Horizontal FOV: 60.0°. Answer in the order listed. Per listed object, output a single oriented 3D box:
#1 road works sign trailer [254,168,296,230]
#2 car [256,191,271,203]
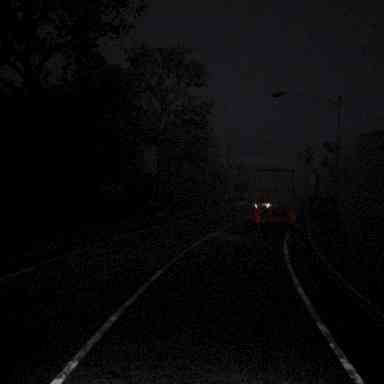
[{"bbox_3d":[4.972,0.361,20.437,2.380,3.560,2.880,1,1,4],"label":"road works sign trailer"},{"bbox_3d":[12.178,0.815,56.267,2.150,2.045,5.566,2,1,17],"label":"car"}]
